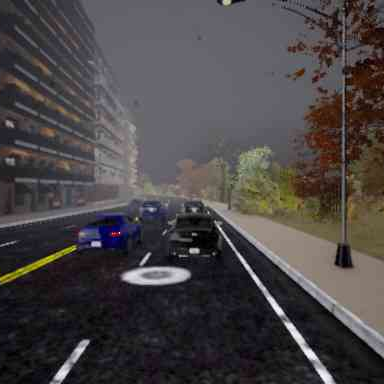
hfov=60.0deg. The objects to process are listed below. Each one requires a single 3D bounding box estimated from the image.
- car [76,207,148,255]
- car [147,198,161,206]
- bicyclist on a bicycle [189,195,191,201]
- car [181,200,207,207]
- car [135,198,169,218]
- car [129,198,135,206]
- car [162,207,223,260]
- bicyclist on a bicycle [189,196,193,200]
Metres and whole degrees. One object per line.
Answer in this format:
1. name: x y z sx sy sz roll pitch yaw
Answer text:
1. car: -3.133 1.550 13.289 1.812 1.442 4.674 0 0 1
2. car: -6.455 1.723 57.017 1.895 1.301 4.718 0 0 0
3. bicyclist on a bicycle: -0.563 1.643 92.992 0.582 1.620 1.656 0 0 -4
4. car: 0.188 1.406 27.410 2.097 1.767 4.553 0 0 1
5. car: -3.063 1.405 27.426 2.097 1.767 4.553 0 0 1
6. car: -9.715 1.688 58.034 1.994 1.385 4.181 0 0 -1
7. car: 0.106 1.530 12.522 1.837 1.490 4.892 0 0 1
8. bicyclist on a bicycle: 0.008 1.544 83.929 0.659 1.776 1.843 0 0 -3
